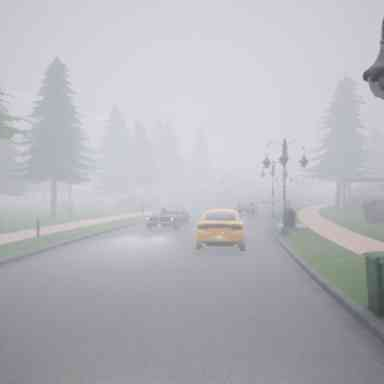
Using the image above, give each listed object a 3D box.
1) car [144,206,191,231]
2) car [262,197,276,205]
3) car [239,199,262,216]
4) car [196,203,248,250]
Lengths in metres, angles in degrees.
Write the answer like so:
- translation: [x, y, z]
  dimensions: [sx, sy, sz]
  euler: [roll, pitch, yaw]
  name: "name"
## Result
- translation: [-1.411, 1.583, 20.779]
  dimensions: [1.895, 1.301, 4.718]
  euler: [0, 0, 11]
  name: "car"
- translation: [13.508, 1.566, 59.218]
  dimensions: [1.994, 1.385, 4.181]
  euler: [0, 0, 31]
  name: "car"
- translation: [5.471, 1.596, 32.865]
  dimensions: [1.895, 1.301, 4.718]
  euler: [0, 0, 17]
  name: "car"
- translation: [1.302, 1.472, 14.466]
  dimensions: [1.882, 1.535, 5.008]
  euler: [0, 0, 7]
  name: "car"
